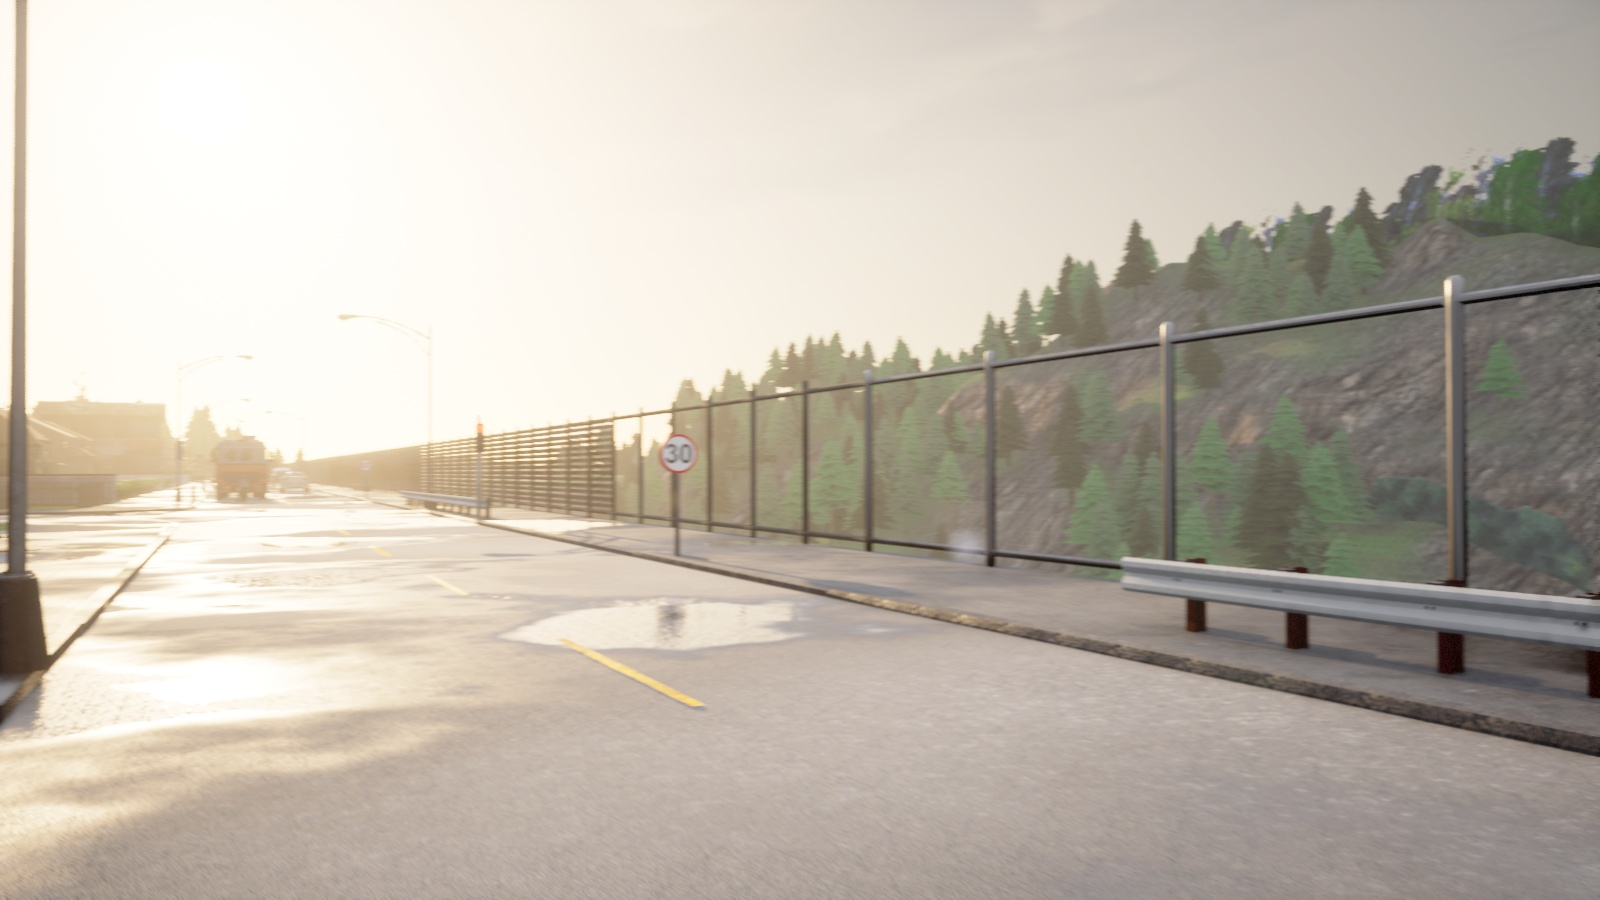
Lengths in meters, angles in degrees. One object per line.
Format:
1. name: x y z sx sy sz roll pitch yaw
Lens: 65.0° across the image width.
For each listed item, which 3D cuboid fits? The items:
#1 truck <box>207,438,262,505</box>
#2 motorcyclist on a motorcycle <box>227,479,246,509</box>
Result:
1. truck: -34.561 1.332 76.699 2.891 3.827 8.468 0 -1 -25
2. motorcyclist on a motorcycle: -29.663 2.298 66.094 0.866 1.530 2.191 0 -1 -25
